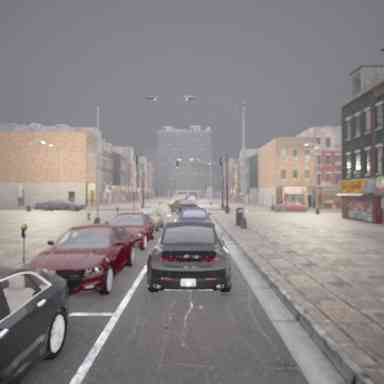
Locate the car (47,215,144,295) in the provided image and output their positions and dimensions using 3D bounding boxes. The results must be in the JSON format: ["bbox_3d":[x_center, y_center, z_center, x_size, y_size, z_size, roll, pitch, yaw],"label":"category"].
[{"bbox_3d":[-2.626,1.547,8.762,1.887,1.381,4.507,0,0,0],"label":"car"}]

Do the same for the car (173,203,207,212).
[{"bbox_3d":[0.106,1.535,18.010,1.812,1.442,4.674,0,0,0],"label":"car"}]

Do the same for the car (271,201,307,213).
[{"bbox_3d":[11.605,1.753,39.931,4.181,1.385,1.994,1,0,1],"label":"car"}]

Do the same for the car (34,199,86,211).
[{"bbox_3d":[-14.623,1.482,36.882,5.357,1.411,2.033,0,0,2],"label":"car"}]

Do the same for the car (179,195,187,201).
[{"bbox_3d":[-2.558,1.658,95.261,1.967,1.590,4.097,0,0,0],"label":"car"}]

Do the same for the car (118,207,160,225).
[{"bbox_3d":[-2.622,1.551,14.257,1.887,1.381,4.507,0,0,0],"label":"car"}]

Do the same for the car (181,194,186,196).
[{"bbox_3d":[-2.587,1.403,57.152,2.192,1.841,5.009,0,0,0],"label":"car"}]

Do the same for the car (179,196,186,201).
[{"bbox_3d":[-2.562,1.743,89.816,1.887,1.381,4.507,0,0,0],"label":"car"}]

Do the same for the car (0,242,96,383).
[{"bbox_3d":[-2.631,1.551,3.268,2.008,1.369,4.403,0,0,0],"label":"car"}]

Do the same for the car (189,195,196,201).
[{"bbox_3d":[0.075,1.709,92.628,1.837,1.490,4.892,0,0,0],"label":"car"}]

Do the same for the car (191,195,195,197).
[{"bbox_3d":[0.067,1.696,82.382,1.812,1.442,4.674,0,0,0],"label":"car"}]

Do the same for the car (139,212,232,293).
[{"bbox_3d":[-0.045,1.507,8.874,1.837,1.490,4.892,0,0,1],"label":"car"}]

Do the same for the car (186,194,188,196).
[{"bbox_3d":[-2.571,1.683,78.758,1.752,1.417,4.829,0,0,0],"label":"car"}]

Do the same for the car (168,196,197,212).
[{"bbox_3d":[-1.013,1.512,34.299,1.882,1.535,5.008,0,0,-18],"label":"car"}]
